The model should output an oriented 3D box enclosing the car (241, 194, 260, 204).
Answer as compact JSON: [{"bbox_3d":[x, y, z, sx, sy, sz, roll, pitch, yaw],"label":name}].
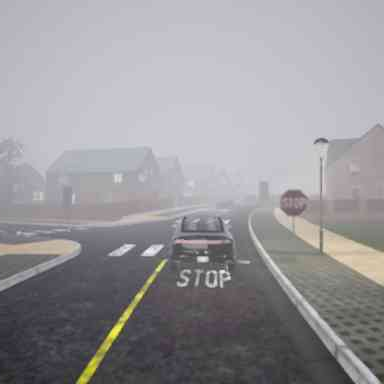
[{"bbox_3d":[10.572,1.243,61.497,2.097,1.767,4.553,0,0,24],"label":"car"}]

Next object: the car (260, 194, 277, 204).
[{"bbox_3d":[13.768,1.224,61.624,2.097,1.767,4.553,0,0,25],"label":"car"}]

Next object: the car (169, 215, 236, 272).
[{"bbox_3d":[0.319,1.493,10.840,2.128,1.511,4.902,0,0,1],"label":"car"}]

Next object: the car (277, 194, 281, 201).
[{"bbox_3d":[18.186,1.189,70.900,1.837,1.490,4.892,0,0,29],"label":"car"}]

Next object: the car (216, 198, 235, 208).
[{"bbox_3d":[4.625,1.550,45.863,1.895,1.301,4.718,0,0,18],"label":"car"}]
